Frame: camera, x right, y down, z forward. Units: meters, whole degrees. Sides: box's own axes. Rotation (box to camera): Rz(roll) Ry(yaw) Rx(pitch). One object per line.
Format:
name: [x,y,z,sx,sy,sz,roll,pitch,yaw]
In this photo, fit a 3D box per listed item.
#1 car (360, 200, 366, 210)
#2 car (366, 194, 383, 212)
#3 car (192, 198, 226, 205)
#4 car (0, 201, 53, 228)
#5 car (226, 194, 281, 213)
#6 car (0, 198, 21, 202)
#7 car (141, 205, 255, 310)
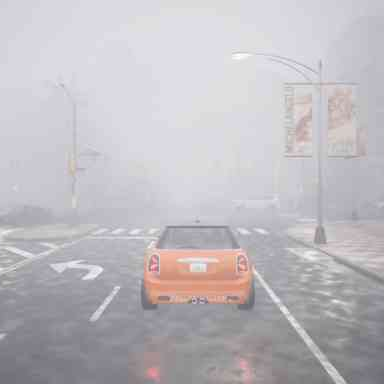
car: [23.198,1.215,39.772,5.566,2.045,2.150,-1,0,1]
car: [22.081,1.353,36.276,4.553,1.767,2.097,0,0,1]
car: [2.421,1.505,39.995,4.892,1.490,1.837,0,0,1]
car: [-11.541,1.547,22.573,2.033,1.411,5.357,0,0,6]
car: [6.866,1.222,36.373,5.566,2.045,2.150,0,0,-1]
car: [-22.842,1.491,40.244,4.902,1.511,2.128,0,0,1]
car: [0.112,1.352,7.994,2.097,1.767,4.553,0,0,0]
